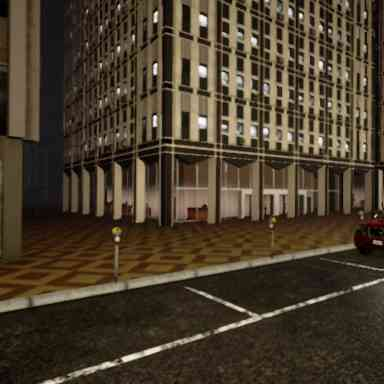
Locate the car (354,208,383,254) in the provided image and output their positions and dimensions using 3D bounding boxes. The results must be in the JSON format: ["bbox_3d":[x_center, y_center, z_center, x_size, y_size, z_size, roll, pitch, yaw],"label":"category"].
[{"bbox_3d":[8.009,1.295,12.088,5.009,1.841,2.192,0,1,-35],"label":"car"}]
